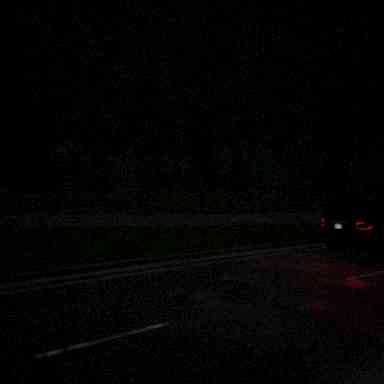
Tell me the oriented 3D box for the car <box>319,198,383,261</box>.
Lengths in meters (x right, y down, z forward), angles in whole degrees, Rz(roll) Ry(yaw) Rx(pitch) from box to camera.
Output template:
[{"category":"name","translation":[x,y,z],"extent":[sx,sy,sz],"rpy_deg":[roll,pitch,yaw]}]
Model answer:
[{"category":"car","translation":[7.248,1.235,12.438],"extent":[5.566,2.045,2.150],"rpy_deg":[0,0,-29]}]
